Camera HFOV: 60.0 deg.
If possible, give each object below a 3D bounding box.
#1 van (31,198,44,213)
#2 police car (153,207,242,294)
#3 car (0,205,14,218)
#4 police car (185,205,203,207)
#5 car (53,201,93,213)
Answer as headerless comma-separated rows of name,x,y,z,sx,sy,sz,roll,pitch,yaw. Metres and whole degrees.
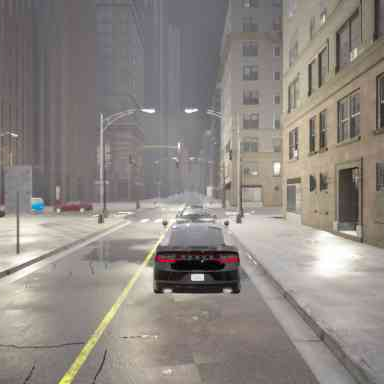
van,-19.570,1.590,39.145,3.998,1.788,1.690,-1,0,0
police car,0.110,1.427,8.938,1.930,1.638,5.238,0,0,0
car,-19.600,1.523,30.620,5.009,1.841,2.192,-1,0,0
police car,0.127,1.509,18.543,2.038,1.542,4.974,0,0,0
car,-13.943,1.726,39.120,4.507,1.381,1.887,-1,0,0
